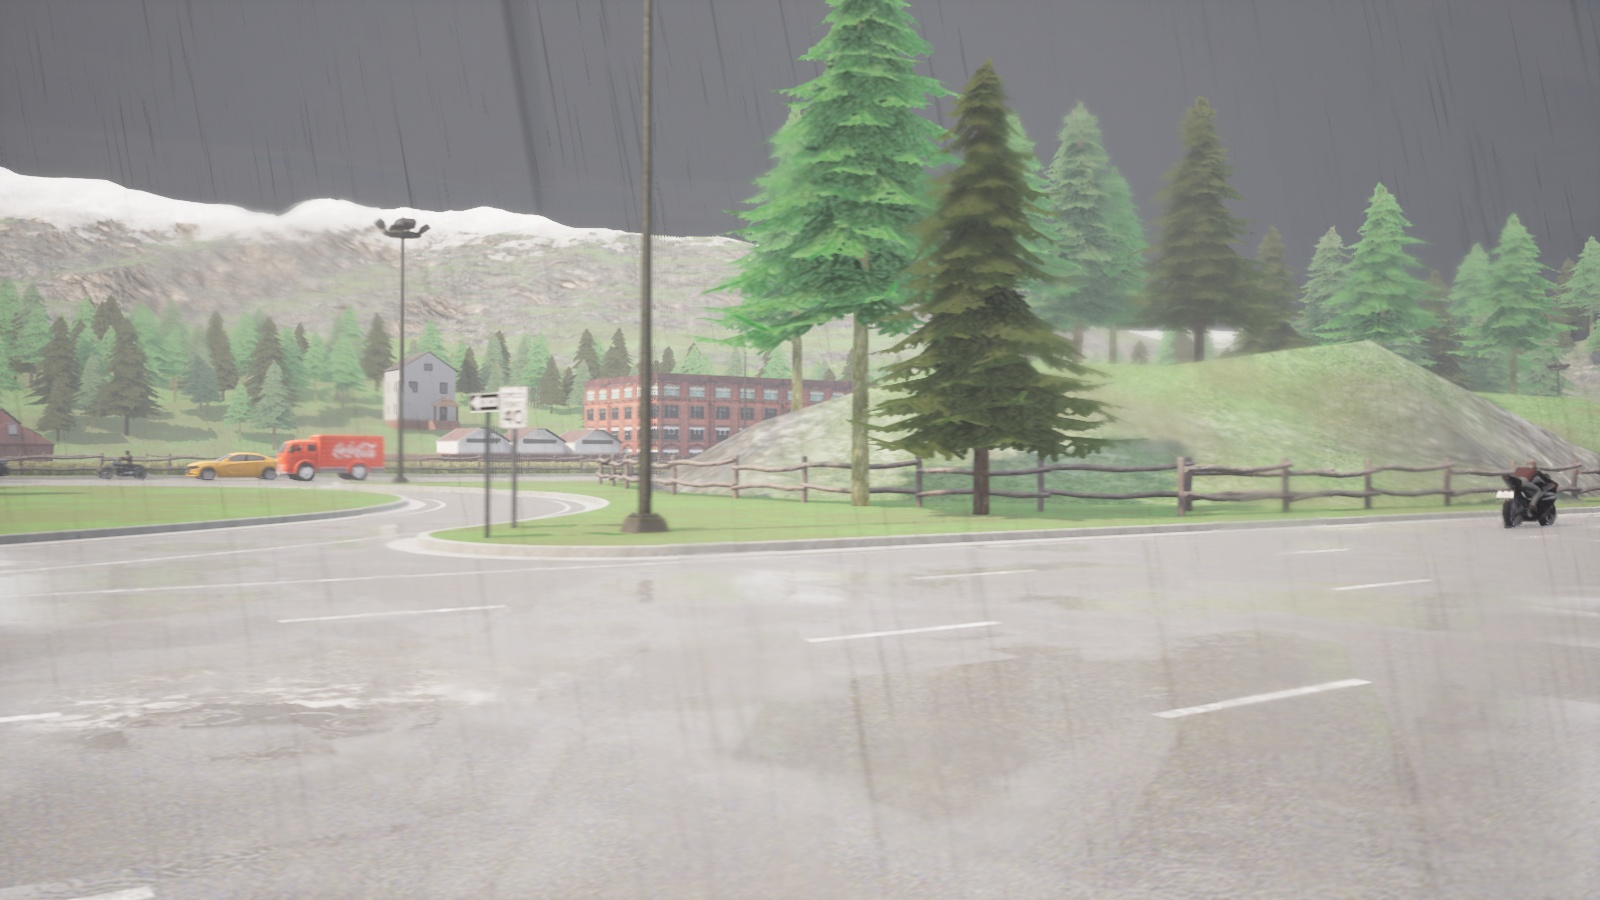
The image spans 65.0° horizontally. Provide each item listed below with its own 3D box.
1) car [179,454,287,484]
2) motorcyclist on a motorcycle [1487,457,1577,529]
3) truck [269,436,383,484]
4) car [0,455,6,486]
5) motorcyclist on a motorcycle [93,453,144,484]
[{"bbox_3d":[-30.366,1.002,67.358,5.008,1.535,1.882,0,0,-35],"label":"car"},{"bbox_3d":[16.160,0.920,27.697,2.191,1.530,0.866,0,0,-35],"label":"motorcyclist on a motorcycle"},{"bbox_3d":[-25.160,0.539,66.706,5.204,2.467,2.627,0,0,-35],"label":"truck"},{"bbox_3d":[-40.916,0.986,60.058,4.892,1.490,1.837,0,0,-35],"label":"car"},{"bbox_3d":[-36.534,0.969,67.346,2.350,1.649,0.766,0,0,-35],"label":"motorcyclist on a motorcycle"}]
